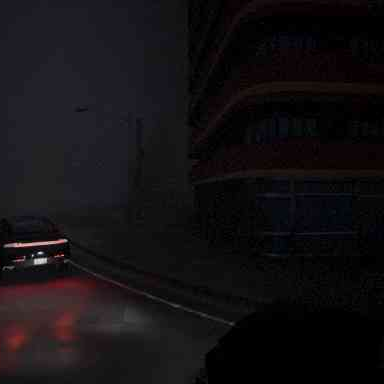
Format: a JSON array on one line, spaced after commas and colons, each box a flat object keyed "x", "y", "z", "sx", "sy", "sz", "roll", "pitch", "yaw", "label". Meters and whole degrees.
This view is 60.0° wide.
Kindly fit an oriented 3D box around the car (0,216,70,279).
[{"x": -5.210, "y": 1.492, "z": 10.118, "sx": 2.128, "sy": 1.511, "sz": 4.902, "roll": 0, "pitch": 0, "yaw": -37, "label": "car"}]

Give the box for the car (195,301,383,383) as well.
[{"x": 2.379, "y": 1.601, "z": 2.418, "sx": 4.718, "sy": 1.301, "sz": 1.895, "roll": 0, "pitch": 0, "yaw": 34, "label": "car"}]
